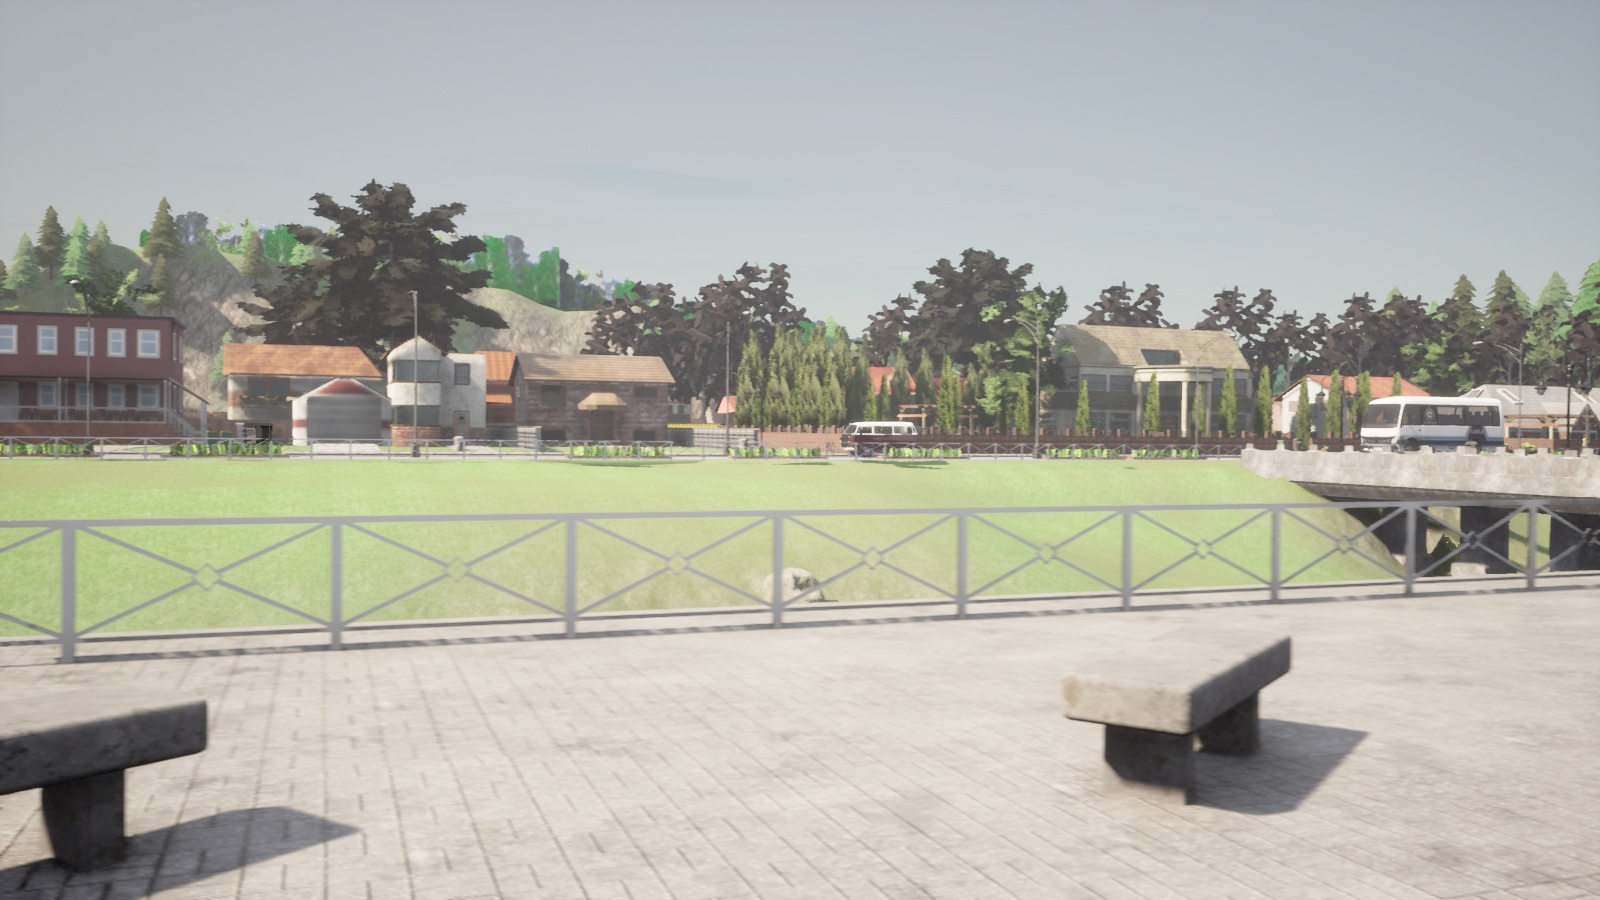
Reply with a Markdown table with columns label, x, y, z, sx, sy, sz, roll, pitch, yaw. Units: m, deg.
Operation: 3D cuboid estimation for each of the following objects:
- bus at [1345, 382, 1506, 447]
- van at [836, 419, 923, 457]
| label | x | y | z | sx | sy | sz | roll | pitch | yaw |
| --- | --- | --- | --- | --- | --- | --- | --- | --- | --- |
| bus | 42.838 | -2.441 | 85.997 | 10.273 | 4.253 | 3.944 | -1 | 1 | -21 |
| van | 4.508 | -0.690 | 71.468 | 4.480 | 2.038 | 2.069 | -1 | 1 | -21 |
